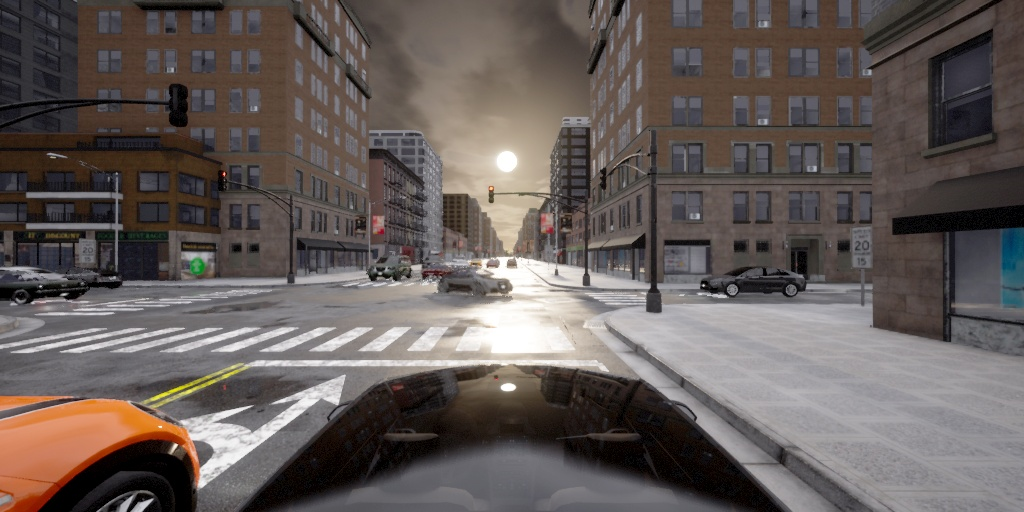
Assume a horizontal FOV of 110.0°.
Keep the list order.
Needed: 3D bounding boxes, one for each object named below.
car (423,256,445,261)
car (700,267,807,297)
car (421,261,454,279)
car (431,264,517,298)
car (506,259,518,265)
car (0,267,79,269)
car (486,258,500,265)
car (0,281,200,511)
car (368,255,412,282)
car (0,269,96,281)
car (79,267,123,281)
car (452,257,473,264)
[{"bbox_3d":[-9.936,0.977,45.749,2.150,2.045,5.566,0,0,-1],"label":"car"},{"bbox_3d":[12.422,1.297,18.639,4.892,1.490,1.837,0,0,1],"label":"car"},{"bbox_3d":[-6.664,1.355,31.788,1.895,1.301,4.718,0,0,0],"label":"car"},{"bbox_3d":[-1.978,1.320,18.723,4.181,1.385,1.994,0,0,40],"label":"car"},{"bbox_3d":[-0.029,1.255,63.084,1.837,1.490,4.892,0,0,0],"label":"car"},{"bbox_3d":[-25.656,1.282,18.329,4.674,1.442,1.812,0,0,1],"label":"car"},{"bbox_3d":[-3.377,1.314,61.945,1.994,1.385,4.181,0,0,0],"label":"car"},{"bbox_3d":[-3.236,1.102,0.598,2.097,1.767,4.553,0,0,0],"label":"car"},{"bbox_3d":[-9.905,0.975,29.676,2.150,2.045,5.566,0,0,0],"label":"car"},{"bbox_3d":[-21.518,1.347,15.457,4.718,1.301,1.895,0,0,0],"label":"car"},{"bbox_3d":[-25.414,1.333,20.949,4.313,1.339,1.948,0,0,0],"label":"car"},{"bbox_3d":[-6.693,1.278,47.876,1.812,1.442,4.674,0,0,0],"label":"car"}]
